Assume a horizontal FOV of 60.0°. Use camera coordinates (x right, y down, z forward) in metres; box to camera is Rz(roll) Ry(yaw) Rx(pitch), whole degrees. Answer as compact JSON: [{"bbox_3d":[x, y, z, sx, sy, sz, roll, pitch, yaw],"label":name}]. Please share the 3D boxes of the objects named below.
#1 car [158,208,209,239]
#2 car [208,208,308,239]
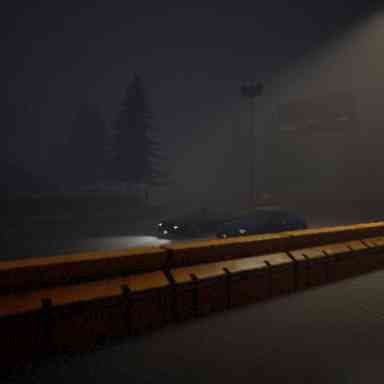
[{"bbox_3d":[0.919,1.531,17.396,5.357,1.411,2.033,0,0,-35],"label":"car"},{"bbox_3d":[3.227,1.515,14.738,4.674,1.442,1.812,0,0,-35],"label":"car"}]
